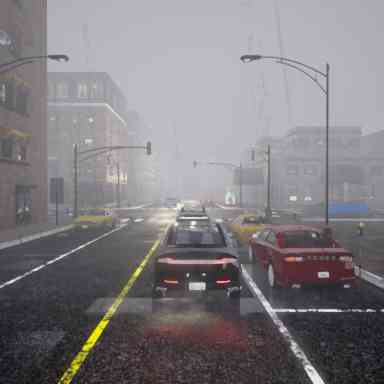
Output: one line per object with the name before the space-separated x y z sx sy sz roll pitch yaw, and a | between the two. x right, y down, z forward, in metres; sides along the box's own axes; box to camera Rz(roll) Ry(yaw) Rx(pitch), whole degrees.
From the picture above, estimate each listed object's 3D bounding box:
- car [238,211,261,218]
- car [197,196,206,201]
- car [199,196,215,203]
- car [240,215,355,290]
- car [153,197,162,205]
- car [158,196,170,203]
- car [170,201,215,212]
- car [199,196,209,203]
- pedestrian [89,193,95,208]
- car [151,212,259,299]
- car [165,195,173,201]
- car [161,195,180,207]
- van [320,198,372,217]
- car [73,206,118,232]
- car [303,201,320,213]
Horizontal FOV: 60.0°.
car | 2.651 1.527 14.848 1.752 1.417 4.829 0 0 0
car | 2.485 1.629 87.027 2.008 1.369 4.403 -1 0 0
car | 2.563 1.466 52.846 1.967 1.590 4.097 0 0 0
car | 2.665 1.545 8.981 1.887 1.381 4.507 0 0 0
car | -5.830 1.584 58.512 2.008 1.369 4.403 0 0 0
car | -5.856 1.600 69.905 2.008 1.369 4.403 0 0 0
car | 0.059 1.494 18.812 2.128 1.511 4.902 0 0 0
car | 2.524 1.600 69.937 2.008 1.369 4.403 0 0 0
pedestrian | -12.727 1.083 42.225 0.375 1.860 0.375 0 0 -1
car | 0.083 1.491 8.436 2.128 1.511 4.902 0 0 0
car | -5.896 1.603 86.825 1.752 1.417 4.829 0 0 0
car | -3.211 1.549 50.411 1.812 1.442 4.674 0 0 0
van | 14.587 1.415 31.168 3.998 1.788 1.690 0 0 -1
car | -5.742 1.528 20.190 1.752 1.417 4.829 0 0 0
car | 14.579 1.599 36.958 4.181 1.385 1.994 0 0 -1
